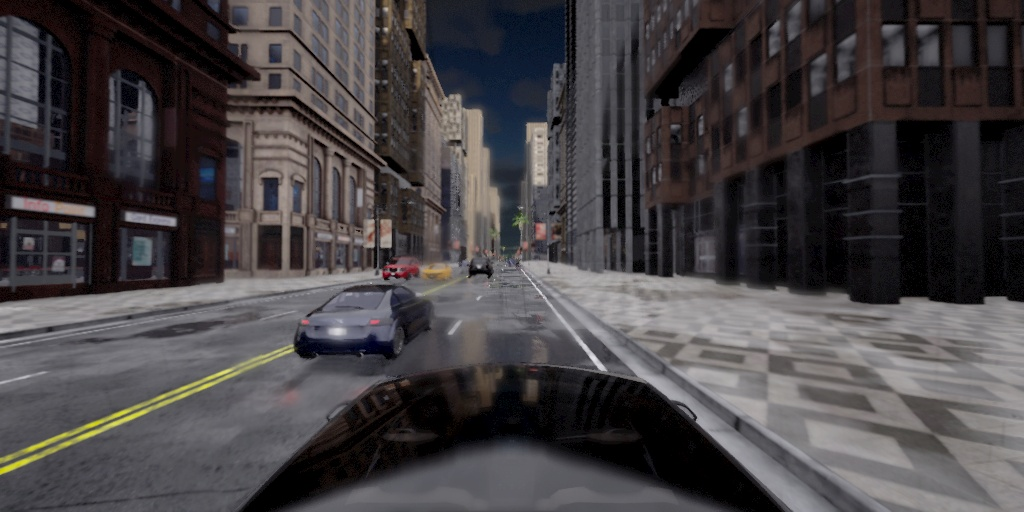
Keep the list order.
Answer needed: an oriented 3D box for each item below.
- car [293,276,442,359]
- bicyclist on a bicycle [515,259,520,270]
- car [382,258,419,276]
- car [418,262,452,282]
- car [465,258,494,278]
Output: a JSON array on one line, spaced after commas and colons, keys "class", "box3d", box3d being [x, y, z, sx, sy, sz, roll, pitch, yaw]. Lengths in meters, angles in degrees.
[{"class": "car", "box3d": [-3.168, 1.356, 8.544, 1.994, 1.385, 4.181, 0, 0, 0]}, {"class": "bicyclist on a bicycle", "box3d": [0.906, 1.416, 52.839, 0.659, 1.776, 1.843, 0, 0, 0]}, {"class": "car", "box3d": [-9.841, 1.154, 32.421, 2.150, 2.045, 5.566, 0, 0, 0]}, {"class": "car", "box3d": [-6.590, 1.408, 31.984, 1.882, 1.535, 5.008, 0, 0, 0]}, {"class": "car", "box3d": [-3.141, 1.181, 36.969, 2.150, 2.045, 5.566, 0, 0, 0]}]
